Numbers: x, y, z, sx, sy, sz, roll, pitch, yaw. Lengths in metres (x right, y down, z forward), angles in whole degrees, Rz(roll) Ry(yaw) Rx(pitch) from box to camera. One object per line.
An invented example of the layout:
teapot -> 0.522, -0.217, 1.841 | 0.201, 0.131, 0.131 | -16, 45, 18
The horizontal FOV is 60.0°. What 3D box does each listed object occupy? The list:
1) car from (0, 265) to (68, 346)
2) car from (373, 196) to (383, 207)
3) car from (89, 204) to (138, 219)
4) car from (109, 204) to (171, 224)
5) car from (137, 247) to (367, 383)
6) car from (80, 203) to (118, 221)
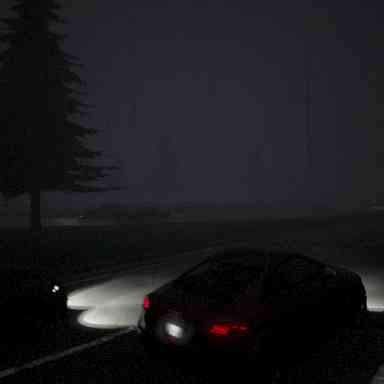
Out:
car -> -4.138, 1.651, 5.050 | 4.181, 1.385, 1.994 | 0, 0, -37
car -> 30.186, 1.391, 51.517 | 4.553, 1.767, 2.097 | 0, 0, -31
car -> -7.921, 1.937, 33.762 | 4.718, 1.301, 1.895 | -1, 0, -13
car -> -4.205, 1.851, 27.505 | 4.718, 1.301, 1.895 | -1, 0, -14
car -> 1.198, 1.594, 5.342 | 1.994, 1.385, 4.181 | -1, -1, 45
car -> -7.654, 1.813, 30.301 | 4.892, 1.490, 1.837 | -1, 0, -13
